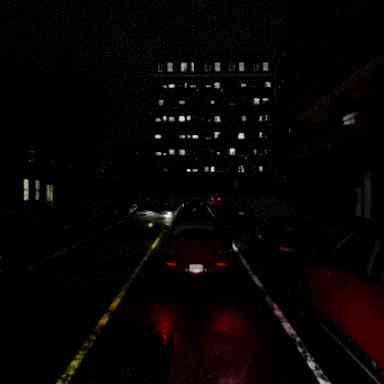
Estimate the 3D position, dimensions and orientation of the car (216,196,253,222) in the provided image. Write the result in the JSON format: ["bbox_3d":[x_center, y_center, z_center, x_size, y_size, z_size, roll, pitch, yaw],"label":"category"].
[{"bbox_3d":[2.803,1.200,20.852,1.947,1.339,4.313,1,1,0],"label":"car"}]

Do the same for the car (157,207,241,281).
[{"bbox_3d":[0.122,1.362,9.175,1.812,1.442,4.674,0,1,1],"label":"car"}]

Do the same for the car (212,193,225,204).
[{"bbox_3d":[2.933,0.780,37.904,1.967,1.590,4.097,1,1,0],"label":"car"}]

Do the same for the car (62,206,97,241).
[{"bbox_3d":[-5.571,1.315,15.148,1.802,1.307,4.206,1,1,0],"label":"car"}]

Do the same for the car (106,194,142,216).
[{"bbox_3d":[-5.517,1.101,26.519,1.947,1.339,4.313,1,1,0],"label":"car"}]

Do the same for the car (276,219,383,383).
[{"bbox_3d":[2.726,1.246,3.791,2.192,1.841,5.009,1,1,0],"label":"car"}]

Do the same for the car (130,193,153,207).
[{"bbox_3d":[-5.634,0.868,37.722,1.752,1.417,4.829,1,1,0],"label":"car"}]

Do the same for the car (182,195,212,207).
[{"bbox_3d":[0.211,1.026,26.590,2.128,1.511,4.902,0,1,0],"label":"car"}]

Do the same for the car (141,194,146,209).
[{"bbox_3d":[-5.490,0.988,32.205,2.008,1.369,4.403,1,1,0],"label":"car"}]

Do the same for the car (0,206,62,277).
[{"bbox_3d":[-5.596,1.272,9.460,1.967,1.590,4.097,1,1,0],"label":"car"}]

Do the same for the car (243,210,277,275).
[{"bbox_3d":[2.749,1.414,9.481,1.802,1.307,4.206,1,1,0],"label":"car"}]

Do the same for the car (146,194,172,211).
[{"bbox_3d":[-2.937,0.919,31.956,1.882,1.535,5.008,0,1,0],"label":"car"}]
